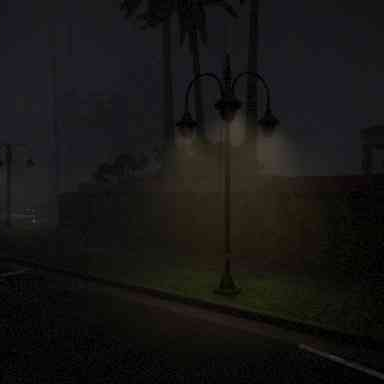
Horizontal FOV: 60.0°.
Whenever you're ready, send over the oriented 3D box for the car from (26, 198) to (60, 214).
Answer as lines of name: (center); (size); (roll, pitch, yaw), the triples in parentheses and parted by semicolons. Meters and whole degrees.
car: (-13.670, 1.337, 32.557); (1.837, 1.490, 4.892); (0, 0, 36)
